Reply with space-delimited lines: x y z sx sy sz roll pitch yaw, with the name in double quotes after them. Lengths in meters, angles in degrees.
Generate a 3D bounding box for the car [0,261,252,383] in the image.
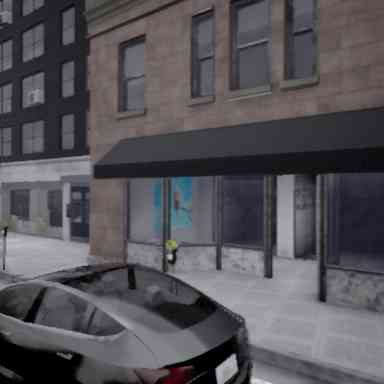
-1.392 1.560 4.071 4.313 1.339 1.947 0 0 36 "car"
